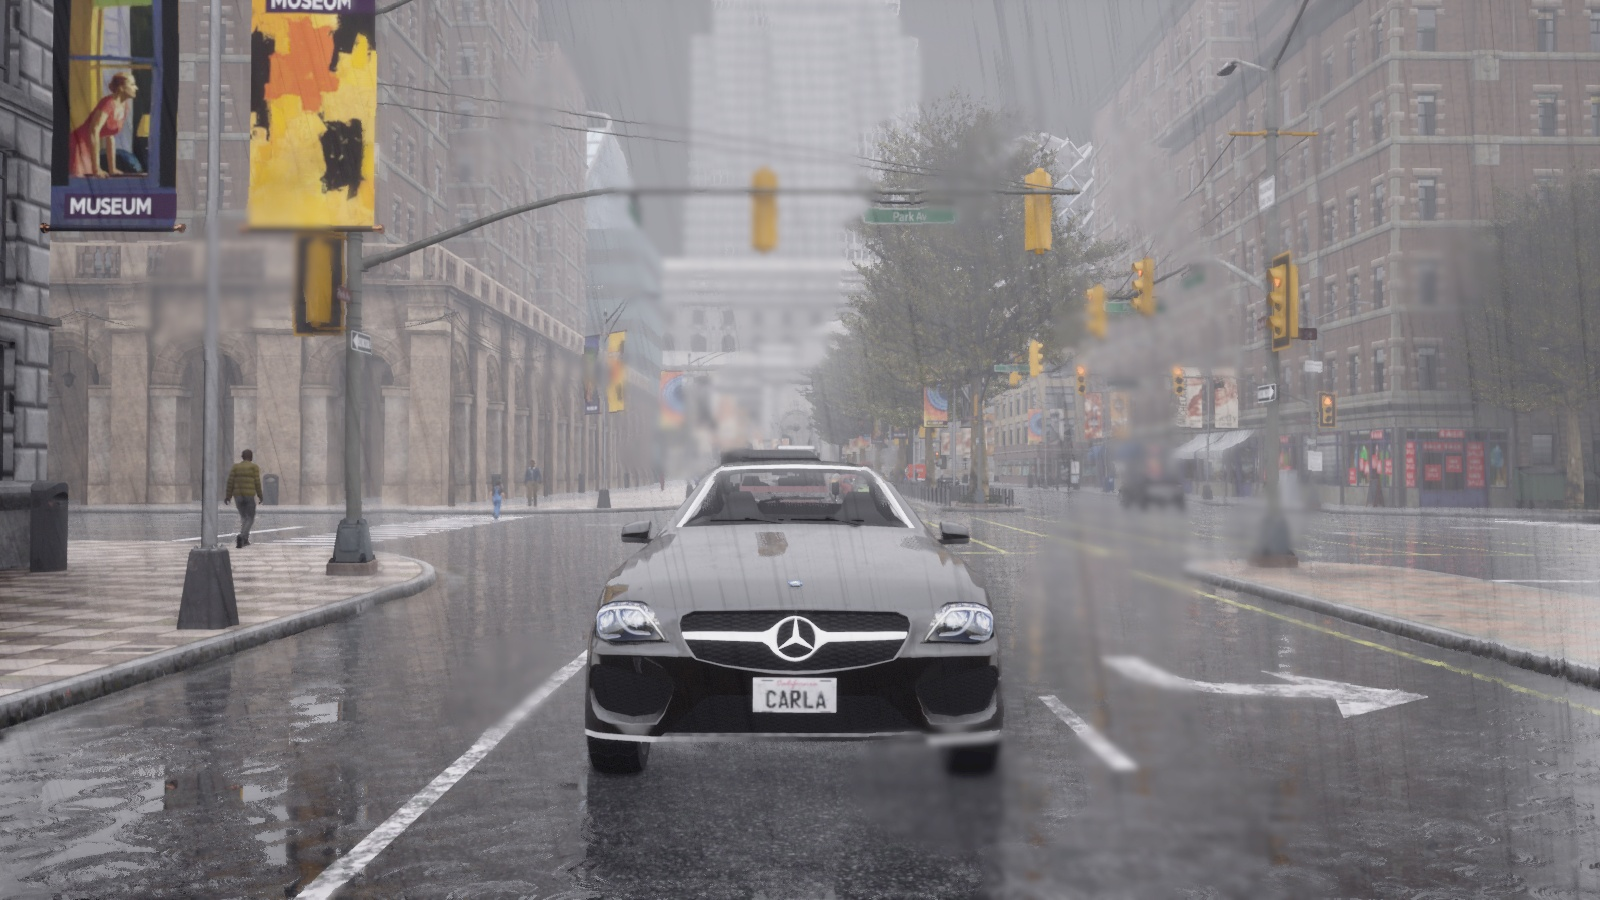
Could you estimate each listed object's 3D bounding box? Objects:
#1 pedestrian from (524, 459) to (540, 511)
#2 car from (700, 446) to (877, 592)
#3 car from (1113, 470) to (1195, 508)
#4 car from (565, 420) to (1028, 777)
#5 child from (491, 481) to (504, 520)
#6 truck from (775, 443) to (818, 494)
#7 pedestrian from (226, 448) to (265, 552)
[{"bbox_3d":[-10.106,1.305,47.383,0.423,1.949,0.788,0,-1,0],"label":"pedestrian"},{"bbox_3d":[-0.294,0.918,18.273,1.905,1.878,3.866,0,-1,-11],"label":"car"},{"bbox_3d":[14.854,1.599,52.966,2.128,1.511,4.902,0,-1,1],"label":"car"},{"bbox_3d":[-0.025,0.733,8.363,2.152,1.651,5.027,0,-1,0],"label":"car"},{"bbox_3d":[-9.701,1.613,40.257,0.270,1.263,0.437,0,-1,3],"label":"child"},{"bbox_3d":[-0.256,1.346,90.288,2.891,3.462,7.936,0,-1,0],"label":"truck"},{"bbox_3d":[-9.980,0.890,22.604,0.370,1.835,0.726,0,-1,1],"label":"pedestrian"}]
